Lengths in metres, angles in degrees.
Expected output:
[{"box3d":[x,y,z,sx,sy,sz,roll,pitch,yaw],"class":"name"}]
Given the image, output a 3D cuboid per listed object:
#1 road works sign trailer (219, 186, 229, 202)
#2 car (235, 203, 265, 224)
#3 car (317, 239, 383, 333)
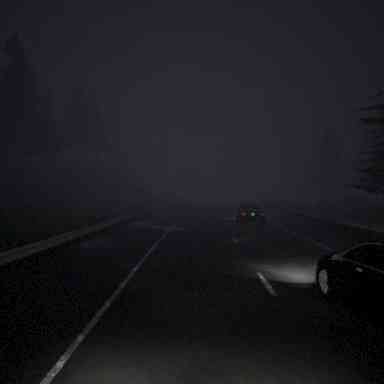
[{"box3d":[7.310,0.486,75.188,2.380,3.560,2.880,0,0,13],"class":"road works sign trailer"},{"box3d":[4.286,1.556,25.019,2.033,1.411,5.357,0,0,3],"class":"car"},{"box3d":[3.657,1.510,5.489,1.837,1.490,4.892,0,0,1],"class":"car"}]
